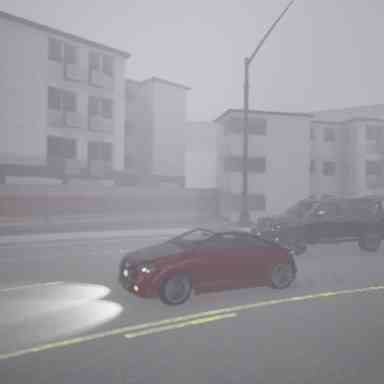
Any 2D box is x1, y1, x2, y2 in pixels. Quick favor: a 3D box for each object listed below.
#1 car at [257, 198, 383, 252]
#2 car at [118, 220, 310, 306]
[{"bbox_3d":[5.227,1.276,13.498,5.566,2.045,2.150,0,0,-15],"label":"car"},{"bbox_3d":[0.418,1.561,7.896,4.181,1.385,1.994,1,0,-25],"label":"car"}]
